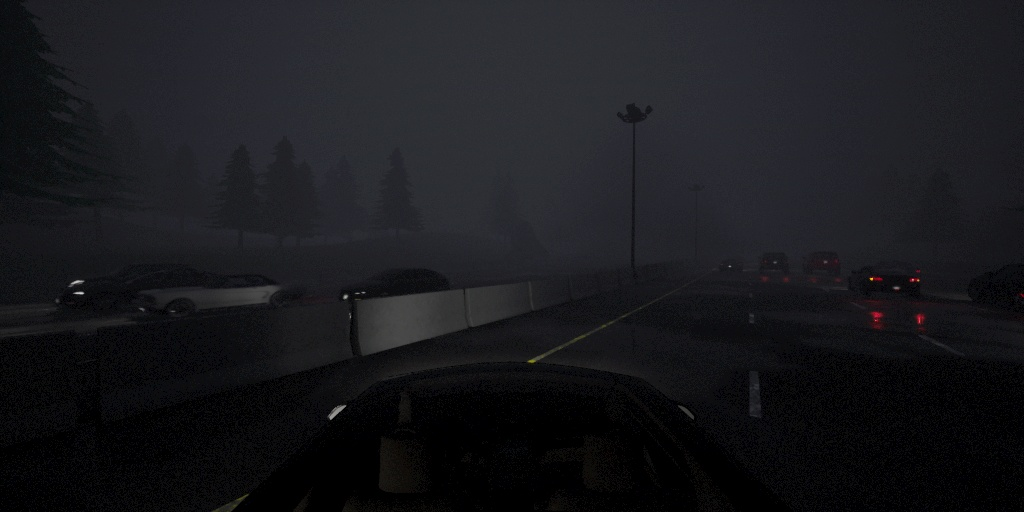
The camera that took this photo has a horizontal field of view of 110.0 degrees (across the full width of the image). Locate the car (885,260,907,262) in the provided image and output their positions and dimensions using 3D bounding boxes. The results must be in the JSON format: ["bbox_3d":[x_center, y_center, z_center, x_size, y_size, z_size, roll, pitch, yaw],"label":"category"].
[{"bbox_3d":[28.412,1.033,26.766,2.033,1.411,5.357,0,1,33],"label":"car"}]

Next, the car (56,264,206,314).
[{"bbox_3d":[-13.838,1.230,14.033,2.128,1.511,4.902,0,0,34],"label":"car"}]

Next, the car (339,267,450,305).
[{"bbox_3d":[-4.738,1.238,15.097,1.837,1.490,4.892,0,0,34],"label":"car"}]

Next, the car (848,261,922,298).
[{"bbox_3d":[18.194,1.177,17.680,1.812,1.442,4.674,0,1,34],"label":"car"}]

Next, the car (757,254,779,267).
[{"bbox_3d":[33.243,0.584,46.735,2.128,1.511,4.902,0,1,33],"label":"car"}]

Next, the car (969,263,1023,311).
[{"bbox_3d":[19.515,1.032,13.333,2.097,1.767,4.553,0,1,34],"label":"car"}]

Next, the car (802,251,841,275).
[{"bbox_3d":[28.173,0.613,32.742,2.150,2.045,5.566,0,0,33],"label":"car"}]

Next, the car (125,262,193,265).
[{"bbox_3d":[-16.704,1.088,16.045,2.097,1.767,4.553,0,0,33],"label":"car"}]

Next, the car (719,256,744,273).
[{"bbox_3d":[22.465,0.956,36.807,1.994,1.385,4.181,0,1,34],"label":"car"}]

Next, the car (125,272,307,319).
[{"bbox_3d":[-10.311,1.341,13.020,1.895,1.301,4.718,0,0,34],"label":"car"}]

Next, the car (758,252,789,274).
[{"bbox_3d":[25.000,0.628,34.293,2.150,2.045,5.566,0,1,33],"label":"car"}]
